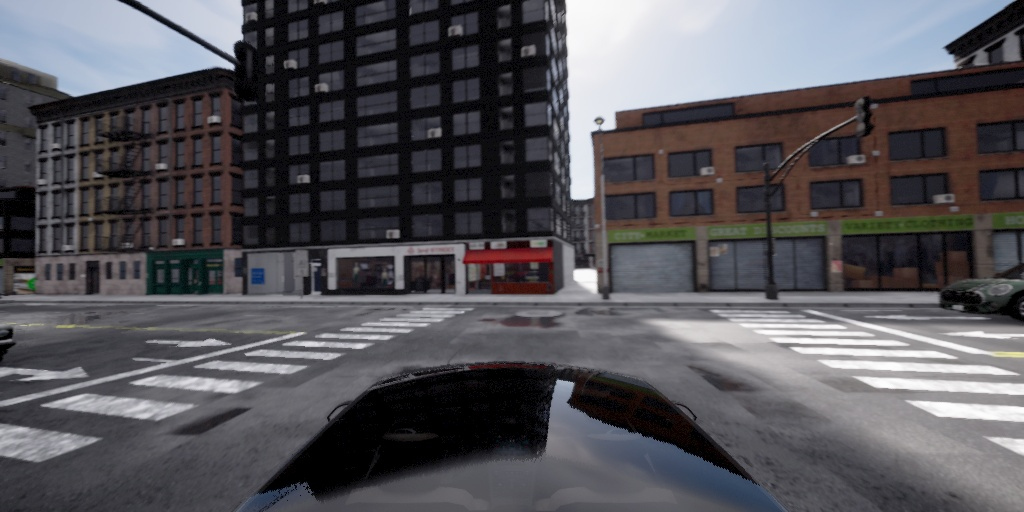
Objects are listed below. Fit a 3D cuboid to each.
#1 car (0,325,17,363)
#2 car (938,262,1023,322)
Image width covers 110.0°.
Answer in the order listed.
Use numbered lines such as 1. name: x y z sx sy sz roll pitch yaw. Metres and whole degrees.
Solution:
1. car: -13.301 1.804 7.648 4.718 1.301 1.895 -2 -1 15
2. car: 15.695 0.908 10.348 4.553 1.767 2.097 -2 -1 15
